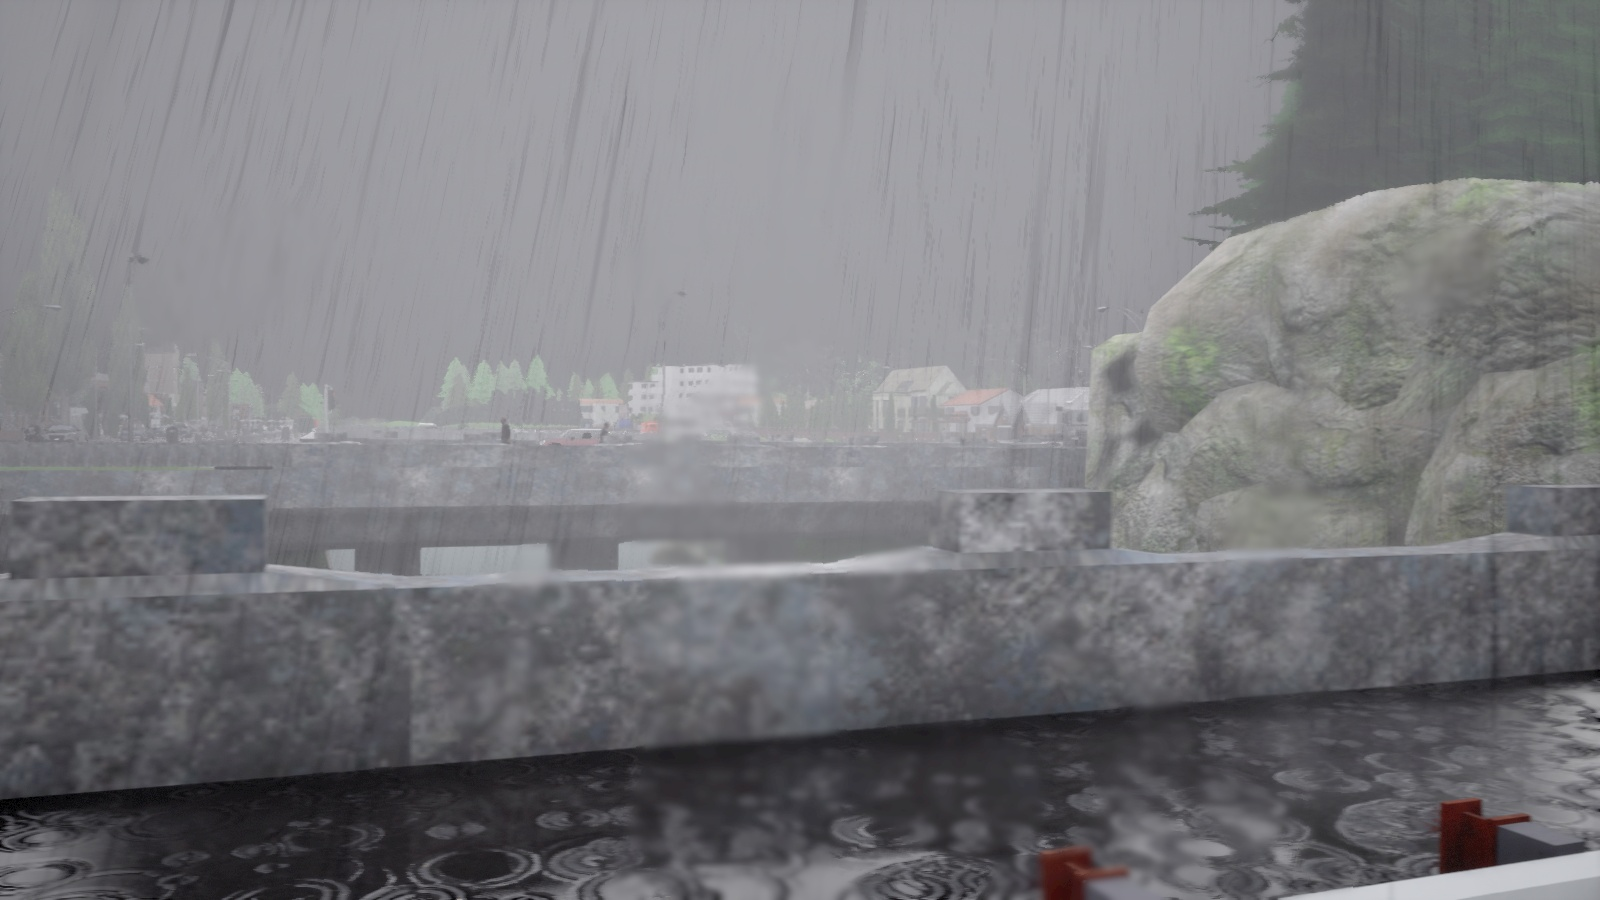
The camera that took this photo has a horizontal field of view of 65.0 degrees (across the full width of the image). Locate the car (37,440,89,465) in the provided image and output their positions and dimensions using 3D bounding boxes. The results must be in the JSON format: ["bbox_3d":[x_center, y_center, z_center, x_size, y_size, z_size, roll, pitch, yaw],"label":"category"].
[{"bbox_3d":[-44.009,0.116,75.080,1.994,1.385,4.181,-1,1,-21],"label":"car"}]

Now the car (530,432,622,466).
[{"bbox_3d":[-10.217,-0.056,57.125,3.806,1.475,1.970,-1,1,-21],"label":"car"}]

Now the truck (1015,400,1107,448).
[{"bbox_3d":[19.259,-1.911,93.315,2.891,3.462,7.936,-1,1,-21],"label":"truck"}]

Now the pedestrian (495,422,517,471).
[{"bbox_3d":[-11.170,-0.147,47.662,0.720,1.854,0.376,-1,1,-29],"label":"pedestrian"}]

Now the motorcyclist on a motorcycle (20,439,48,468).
[{"bbox_3d":[-41.091,0.181,67.382,0.866,1.530,2.191,-1,1,-21],"label":"motorcyclist on a motorcycle"}]
